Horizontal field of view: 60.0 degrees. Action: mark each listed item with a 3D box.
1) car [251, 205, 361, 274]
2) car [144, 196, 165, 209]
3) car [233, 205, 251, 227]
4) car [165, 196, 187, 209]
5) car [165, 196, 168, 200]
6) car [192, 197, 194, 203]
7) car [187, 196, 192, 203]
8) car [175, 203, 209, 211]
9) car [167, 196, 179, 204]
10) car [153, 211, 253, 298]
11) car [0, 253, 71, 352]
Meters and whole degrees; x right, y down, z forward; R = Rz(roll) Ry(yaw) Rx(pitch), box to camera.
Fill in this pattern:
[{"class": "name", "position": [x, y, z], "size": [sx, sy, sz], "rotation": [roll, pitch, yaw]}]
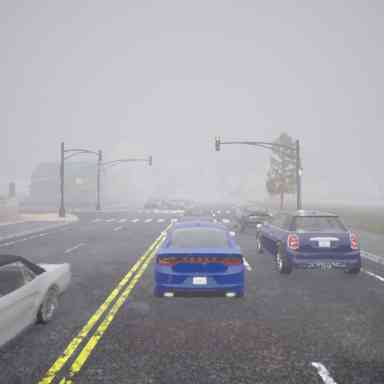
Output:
[{"class": "car", "position": [3.439, 1.358, 10.694], "size": [2.097, 1.767, 4.553], "rotation": [0, 0, 1]}, {"class": "car", "position": [-5.389, 1.576, 46.255], "size": [1.837, 1.490, 4.892], "rotation": [0, 0, 3]}, {"class": "car", "position": [3.596, 1.520, 19.846], "size": [1.837, 1.490, 4.892], "rotation": [0, 0, 1]}, {"class": "car", "position": [-2.133, 1.669, 46.358], "size": [1.895, 1.301, 4.718], "rotation": [0, 0, 3]}, {"class": "car", "position": [-4.823, 1.449, 56.097], "size": [2.097, 1.767, 4.553], "rotation": [0, 0, 3]}, {"class": "car", "position": [-0.589, 1.658, 69.283], "size": [1.812, 1.442, 4.674], "rotation": [0, 0, 4]}, {"class": "car", "position": [-1.538, 1.657, 56.705], "size": [1.994, 1.385, 4.181], "rotation": [0, 0, 3]}, {"class": "car", "position": [0.307, 1.562, 18.411], "size": [2.033, 1.411, 5.357], "rotation": [0, 0, 1]}, {"class": "car", "position": [-3.840, 1.615, 69.402], "size": [1.882, 1.535, 5.008], "rotation": [0, 0, 4]}, {"class": "car", "position": [0.160, 1.483, 8.598], "size": [1.882, 1.535, 5.008], "rotation": [0, 0, 0]}, {"class": "car", "position": [-3.328, 1.603, 4.337], "size": [1.895, 1.301, 4.718], "rotation": [0, 0, 0]}]
